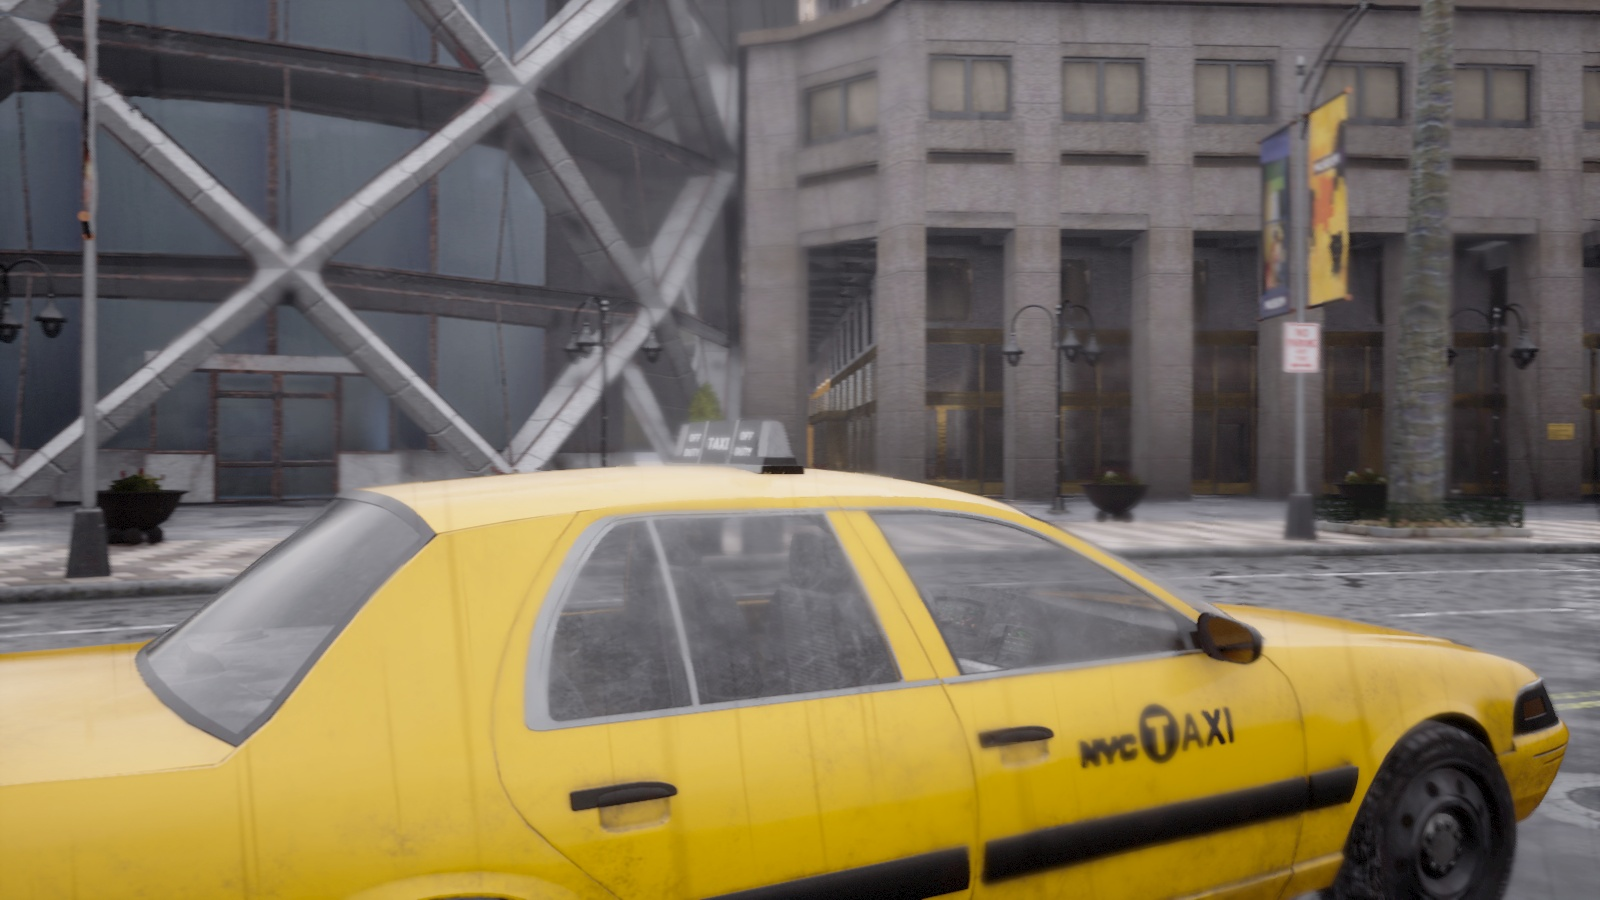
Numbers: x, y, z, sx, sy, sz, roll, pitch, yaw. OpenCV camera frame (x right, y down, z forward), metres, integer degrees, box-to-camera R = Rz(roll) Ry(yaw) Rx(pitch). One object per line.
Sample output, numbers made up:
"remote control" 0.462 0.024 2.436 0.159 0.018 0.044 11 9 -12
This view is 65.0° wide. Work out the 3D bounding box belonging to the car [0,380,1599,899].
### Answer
"car" -0.101 0.688 3.473 5.366 1.575 1.801 0 0 -31
